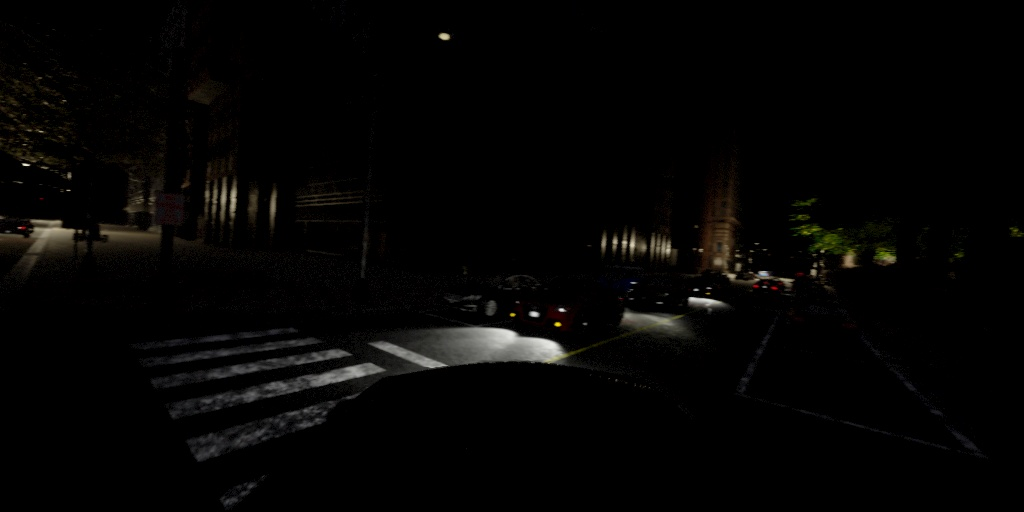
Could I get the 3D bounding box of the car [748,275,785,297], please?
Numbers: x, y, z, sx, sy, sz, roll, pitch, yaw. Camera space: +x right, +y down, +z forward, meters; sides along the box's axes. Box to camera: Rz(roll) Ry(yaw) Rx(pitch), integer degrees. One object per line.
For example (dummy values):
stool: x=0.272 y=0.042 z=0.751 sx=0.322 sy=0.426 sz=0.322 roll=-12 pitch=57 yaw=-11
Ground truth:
car: x=23.057 y=2.794 z=32.380 sx=2.033 sy=1.411 sz=5.357 roll=5 pitch=1 yaw=39

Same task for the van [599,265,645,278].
van: x=6.432 y=1.462 z=20.929 sx=1.690 sy=1.789 sz=3.998 roll=0 pitch=0 yaw=39

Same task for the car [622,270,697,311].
car: x=7.410 y=1.694 z=17.820 sx=1.882 sy=1.535 sz=5.008 roll=5 pitch=1 yaw=39

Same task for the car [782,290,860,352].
car: x=9.630 y=2.014 z=11.297 sx=1.802 sy=1.307 sz=4.207 roll=0 pitch=0 yaw=39

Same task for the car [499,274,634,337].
car: x=1.822 y=1.406 z=10.826 sx=1.994 sy=1.385 sz=4.181 roll=5 pitch=0 yaw=39

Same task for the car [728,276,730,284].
car: x=27.104 y=2.823 z=46.818 sx=1.967 sy=1.591 sz=4.097 roll=0 pitch=0 yaw=39

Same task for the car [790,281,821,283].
car: x=19.964 y=2.681 z=24.242 sx=1.802 sy=1.307 sz=4.207 roll=0 pitch=0 yaw=39

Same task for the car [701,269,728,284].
car: x=23.659 y=2.500 z=42.505 sx=2.192 sy=1.841 sz=5.009 roll=0 pitch=0 yaw=39

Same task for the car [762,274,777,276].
car: x=30.463 y=3.246 z=41.704 sx=1.994 sy=1.385 sz=4.181 roll=5 pitch=1 yaw=39

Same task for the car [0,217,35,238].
car: x=-40.430 y=-2.264 z=28.958 sx=4.674 sy=1.442 sz=1.812 roll=5 pitch=1 yaw=38

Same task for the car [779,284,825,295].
car: x=13.075 y=2.210 z=15.612 sx=2.007 sy=1.370 sz=4.403 roll=0 pitch=0 yaw=39

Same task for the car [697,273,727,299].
car: x=13.636 y=2.181 z=25.611 sx=1.994 sy=1.385 sz=4.181 roll=5 pitch=1 yaw=39

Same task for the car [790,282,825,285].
car: x=16.518 y=2.447 z=19.928 sx=1.948 sy=1.339 sz=4.313 roll=0 pitch=0 yaw=39

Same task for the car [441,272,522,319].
car: x=-0.456 y=1.212 z=12.298 sx=2.007 sy=1.370 sz=4.403 roll=0 pitch=0 yaw=39

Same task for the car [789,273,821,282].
car: x=23.410 y=2.627 z=28.558 sx=2.192 sy=1.841 sz=5.009 roll=0 pitch=0 yaw=39
